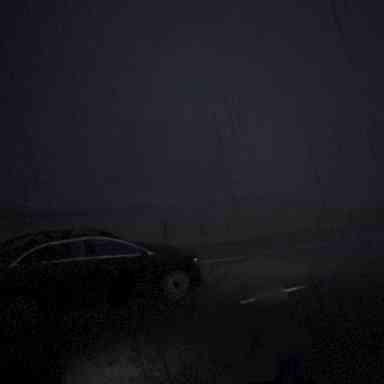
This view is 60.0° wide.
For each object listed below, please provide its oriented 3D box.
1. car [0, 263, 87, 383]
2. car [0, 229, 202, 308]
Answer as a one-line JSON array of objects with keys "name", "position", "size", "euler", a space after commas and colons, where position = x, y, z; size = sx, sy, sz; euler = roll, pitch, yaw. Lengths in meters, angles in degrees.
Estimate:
[{"name": "car", "position": [-3.086, 1.527, 1.545], "size": [4.674, 1.442, 1.812], "euler": [0, 0, -35]}, {"name": "car", "position": [-2.038, 1.490, 6.592], "size": [4.902, 1.511, 2.128], "euler": [0, 0, -36]}]
